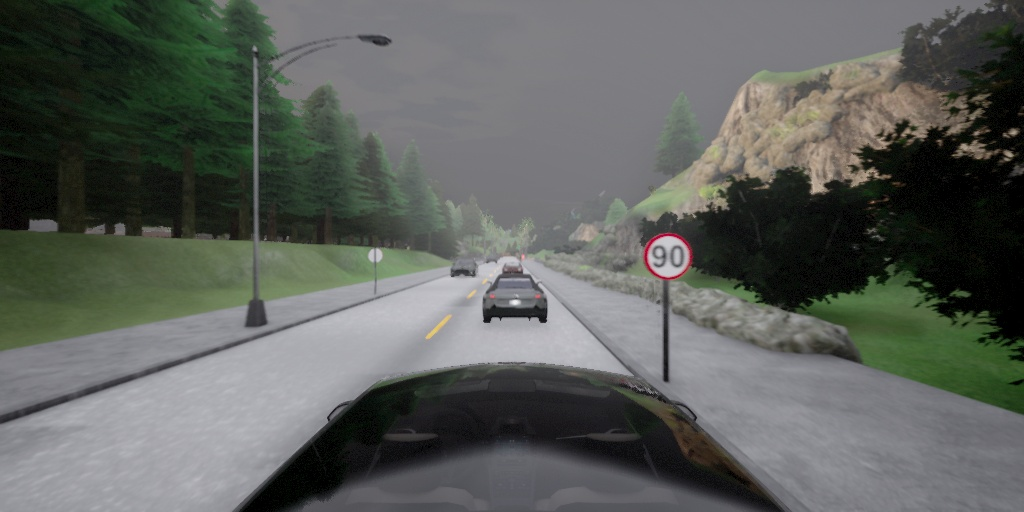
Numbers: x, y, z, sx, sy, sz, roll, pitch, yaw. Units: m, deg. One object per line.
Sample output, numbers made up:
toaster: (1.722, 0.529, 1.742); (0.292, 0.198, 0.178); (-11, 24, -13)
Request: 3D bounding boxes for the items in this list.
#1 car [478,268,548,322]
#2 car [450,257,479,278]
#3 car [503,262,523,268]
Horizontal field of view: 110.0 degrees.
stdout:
car: (0.091, 1.272, 12.104); (1.994, 1.385, 4.181); (0, 0, 0)
car: (-4.120, 0.984, 31.736); (2.097, 1.767, 4.553); (0, 0, 0)
car: (0.070, 1.224, 33.358); (1.895, 1.301, 4.718); (0, 0, 0)
